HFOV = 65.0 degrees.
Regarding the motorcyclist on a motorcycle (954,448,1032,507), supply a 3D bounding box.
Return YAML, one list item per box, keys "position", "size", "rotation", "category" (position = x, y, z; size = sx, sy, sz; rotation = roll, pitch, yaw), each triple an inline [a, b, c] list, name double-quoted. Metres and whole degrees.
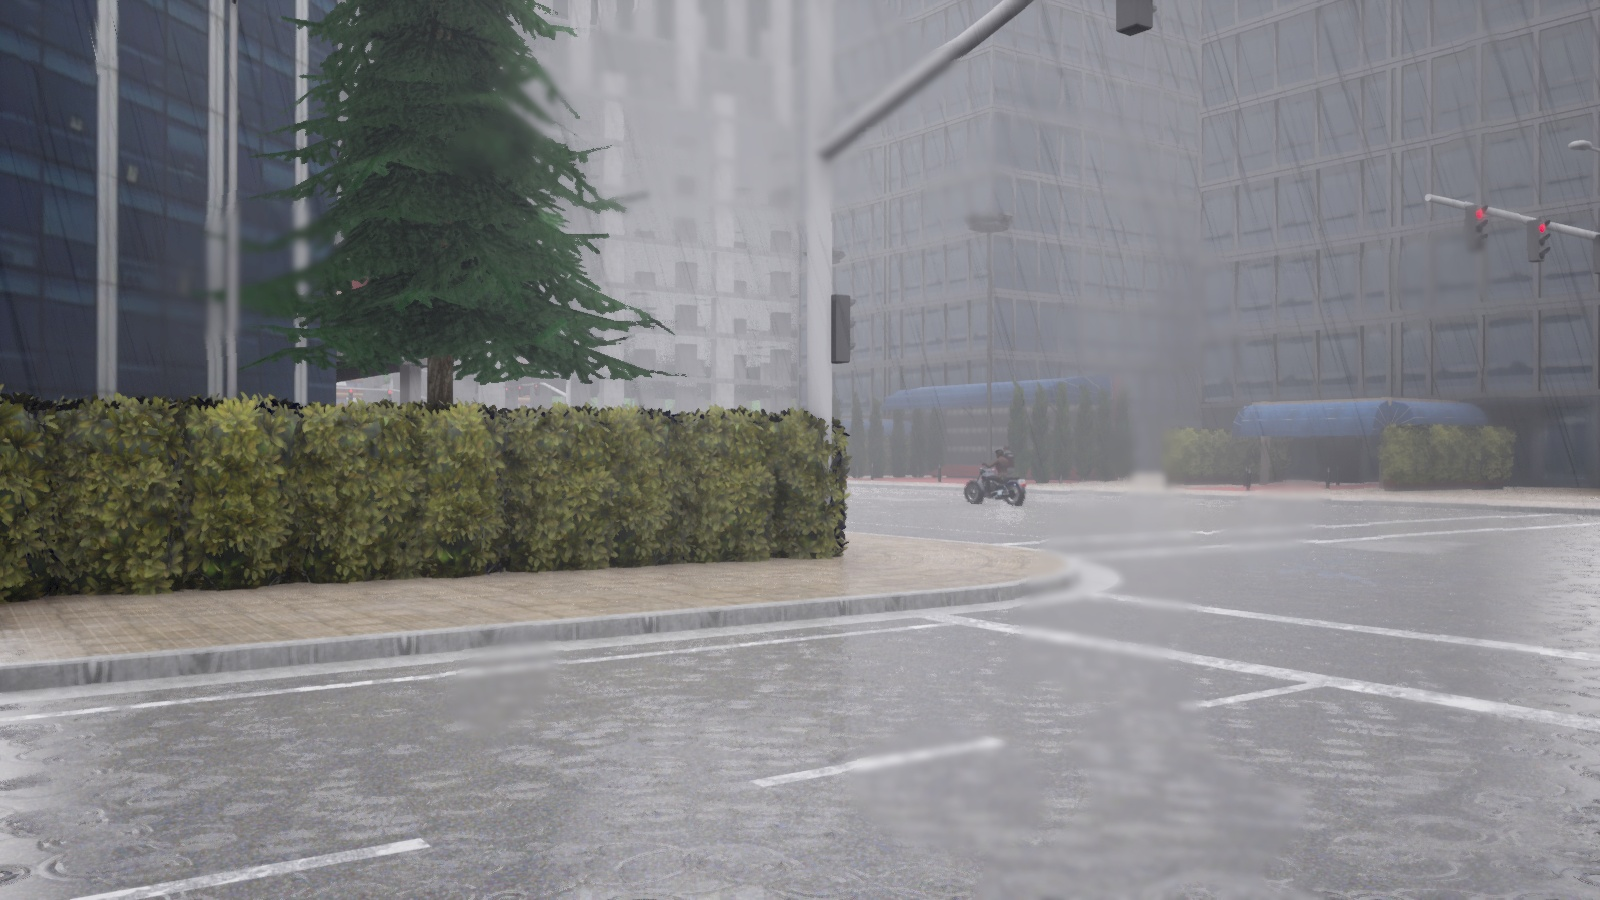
- position: [5.505, 0.770, 35.904]
  size: [0.766, 1.649, 2.350]
  rotation: [0, 0, -35]
  category: "motorcyclist on a motorcycle"
